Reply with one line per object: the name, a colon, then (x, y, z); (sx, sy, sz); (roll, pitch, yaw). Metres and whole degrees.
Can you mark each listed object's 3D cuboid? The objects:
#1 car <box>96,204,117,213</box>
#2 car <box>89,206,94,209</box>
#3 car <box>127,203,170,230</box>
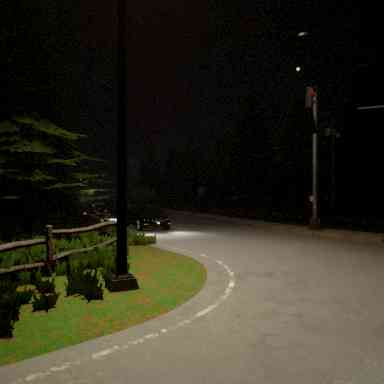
car: (-7.034, 1.537, 29.759); (1.994, 1.385, 4.181); (0, 0, -24)
car: (-11.202, 1.499, 39.096); (1.812, 1.442, 4.674); (0, 0, -24)
car: (-2.888, 1.478, 20.711); (1.837, 1.490, 4.892); (0, 0, -25)
